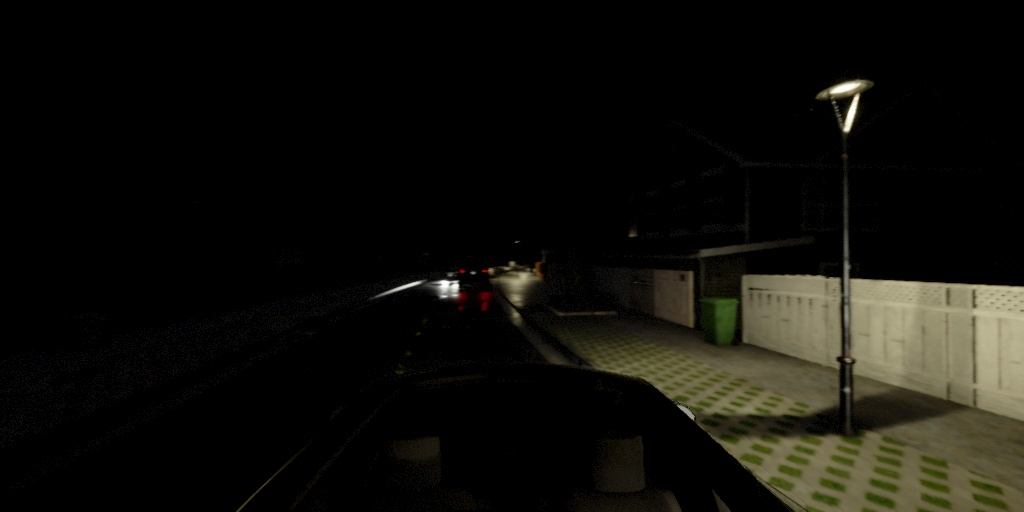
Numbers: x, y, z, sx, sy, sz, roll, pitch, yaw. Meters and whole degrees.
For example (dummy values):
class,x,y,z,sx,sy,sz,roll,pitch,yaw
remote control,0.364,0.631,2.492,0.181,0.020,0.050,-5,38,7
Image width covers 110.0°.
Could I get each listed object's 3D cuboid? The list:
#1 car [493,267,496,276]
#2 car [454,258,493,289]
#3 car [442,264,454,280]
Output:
class,x,y,z,sx,sy,sz,roll,pitch,yaw
car,-2.962,1.652,40.615,1.812,1.442,4.674,0,0,2
car,-2.646,1.200,25.758,2.150,2.045,5.566,0,-1,-3
car,-5.752,1.564,35.834,2.128,1.511,4.902,0,-1,0
